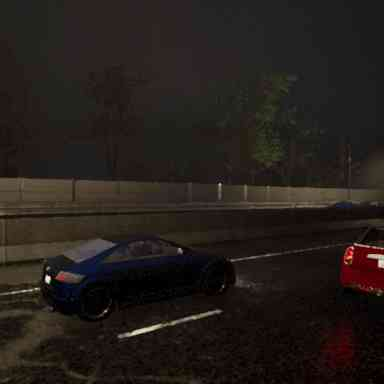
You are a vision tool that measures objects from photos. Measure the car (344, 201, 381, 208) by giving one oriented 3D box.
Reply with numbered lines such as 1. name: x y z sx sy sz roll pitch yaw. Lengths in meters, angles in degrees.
1. car: 21.305 1.968 40.677 4.902 1.511 2.128 1 0 -35

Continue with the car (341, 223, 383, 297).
1. car: 5.491 1.446 7.667 4.553 1.767 2.097 1 0 -36

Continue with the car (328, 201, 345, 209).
1. car: 19.958 1.964 44.007 5.008 1.535 1.882 1 0 -35

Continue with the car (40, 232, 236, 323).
1. car: -1.033 1.598 7.308 4.181 1.385 1.994 1 0 -36
